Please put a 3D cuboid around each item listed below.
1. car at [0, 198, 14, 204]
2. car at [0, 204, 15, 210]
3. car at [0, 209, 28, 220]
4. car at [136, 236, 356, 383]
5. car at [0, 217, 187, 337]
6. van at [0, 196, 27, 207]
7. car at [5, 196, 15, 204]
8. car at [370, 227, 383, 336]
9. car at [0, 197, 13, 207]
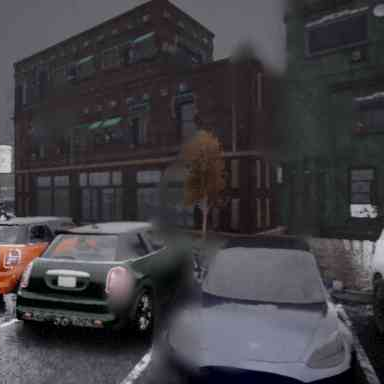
[{"bbox_3d":[-27.281,1.919,45.011,4.792,1.488,2.163,0,0,14],"label":"car"},{"bbox_3d":[-8.609,1.469,12.316,2.185,1.767,4.553,0,-1,15],"label":"car"},{"bbox_3d":[-3.746,1.420,8.772,2.185,1.767,4.553,0,-1,15],"label":"car"},{"bbox_3d":[1.156,1.529,5.283,2.163,1.488,4.792,0,-1,15],"label":"car"},{"bbox_3d":[-1.302,1.396,7.030,2.185,1.767,4.553,0,-1,16],"label":"car"},{"bbox_3d":[-34.635,1.820,64.624,4.442,1.987,1.878,-1,-1,14],"label":"van"},{"bbox_3d":[-25.632,1.640,47.478,5.566,2.045,2.435,0,0,14],"label":"car"},{"bbox_3d":[3.598,1.227,3.544,2.435,2.045,5.566,0,-1,16],"label":"car"},{"bbox_3d":[-36.235,1.917,62.105,4.553,1.767,2.185,-1,-1,14],"label":"car"}]
